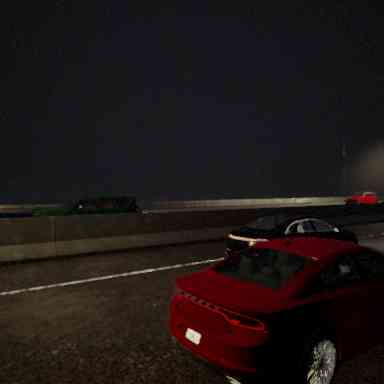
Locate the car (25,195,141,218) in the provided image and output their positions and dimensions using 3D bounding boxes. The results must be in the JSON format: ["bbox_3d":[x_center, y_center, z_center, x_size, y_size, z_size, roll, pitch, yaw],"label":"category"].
[{"bbox_3d":[-5.348,1.208,17.379,5.566,2.045,2.150,0,0,-36],"label":"car"}]

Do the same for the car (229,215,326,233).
[{"bbox_3d":[3.249,1.468,10.369,4.902,1.511,2.128,0,0,-36],"label":"car"}]

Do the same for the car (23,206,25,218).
[{"bbox_3d":[-7.262,1.477,20.312,4.902,1.511,2.128,0,0,-36],"label":"car"}]

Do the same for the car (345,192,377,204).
[{"bbox_3d":[23.819,1.081,46.771,5.566,2.045,2.150,0,0,-35],"label":"car"}]

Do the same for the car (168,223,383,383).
[{"bbox_3d":[2.026,1.466,5.194,5.008,1.535,1.882,0,0,-36],"label":"car"}]

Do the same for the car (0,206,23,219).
[{"bbox_3d":[-11.232,1.593,21.779,4.718,1.301,1.895,0,0,-36],"label":"car"}]
